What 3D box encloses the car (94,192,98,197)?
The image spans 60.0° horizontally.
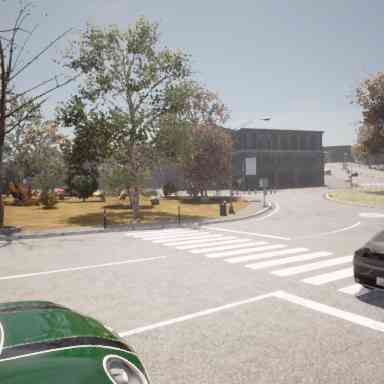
[{"bbox_3d":[-16.799,0.286,61.753,1.946,1.575,5.366,-1,2,17],"label":"car"}]

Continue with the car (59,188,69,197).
[{"bbox_3d":[-23.875,0.351,67.296,2.163,1.488,4.792,-1,2,17],"label":"car"}]

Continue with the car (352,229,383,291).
[{"bbox_3d":[5.705,1.474,7.774,4.892,1.490,1.837,-1,0,-34],"label":"car"}]

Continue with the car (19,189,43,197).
[{"bbox_3d":[-37.889,0.150,78.347,2.097,1.535,5.008,0,3,19],"label":"car"}]

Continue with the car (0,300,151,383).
[{"bbox_3d":[-2.460,1.353,1.986,4.553,1.767,2.097,0,0,-36],"label":"car"}]

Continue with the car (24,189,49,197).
[{"bbox_3d":[-35.634,0.194,76.308,1.946,1.575,5.366,0,3,18],"label":"car"}]

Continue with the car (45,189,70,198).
[{"bbox_3d":[-28.585,0.294,70.958,2.231,1.521,4.892,-1,2,18],"label":"car"}]

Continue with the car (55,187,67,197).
[{"bbox_3d":[-26.238,0.061,69.101,2.435,2.045,5.566,0,2,17],"label":"car"}]

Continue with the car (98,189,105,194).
[{"bbox_3d":[-14.385,0.125,60.127,2.185,1.767,4.553,-2,2,16],"label":"car"}]

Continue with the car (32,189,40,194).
[{"bbox_3d":[-33.267,0.102,74.604,2.185,1.767,4.553,0,2,18],"label":"car"}]

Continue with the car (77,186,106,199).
[{"bbox_3d":[-19.139,0.054,63.744,2.435,2.045,5.566,-2,2,17],"label":"car"}]
